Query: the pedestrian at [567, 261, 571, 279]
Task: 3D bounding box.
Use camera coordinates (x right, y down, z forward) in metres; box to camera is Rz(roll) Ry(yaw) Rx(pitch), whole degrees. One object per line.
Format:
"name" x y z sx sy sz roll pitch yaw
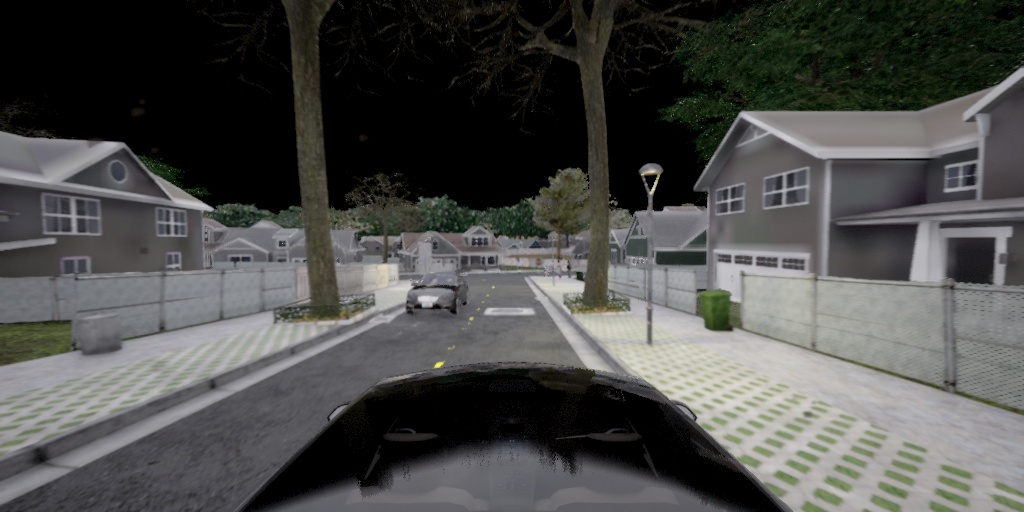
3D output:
"pedestrian" 5.501 1.322 34.662 0.375 1.860 0.375 -3 2 0

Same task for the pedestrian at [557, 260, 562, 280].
"pedestrian" 4.502 1.315 34.062 0.375 1.860 0.375 -3 2 0

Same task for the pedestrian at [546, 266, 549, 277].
"pedestrian" 3.501 1.431 35.266 0.500 1.100 0.500 -3 2 0

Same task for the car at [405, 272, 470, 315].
"car" -2.850 1.406 14.524 2.128 1.511 4.902 0 -1 0
